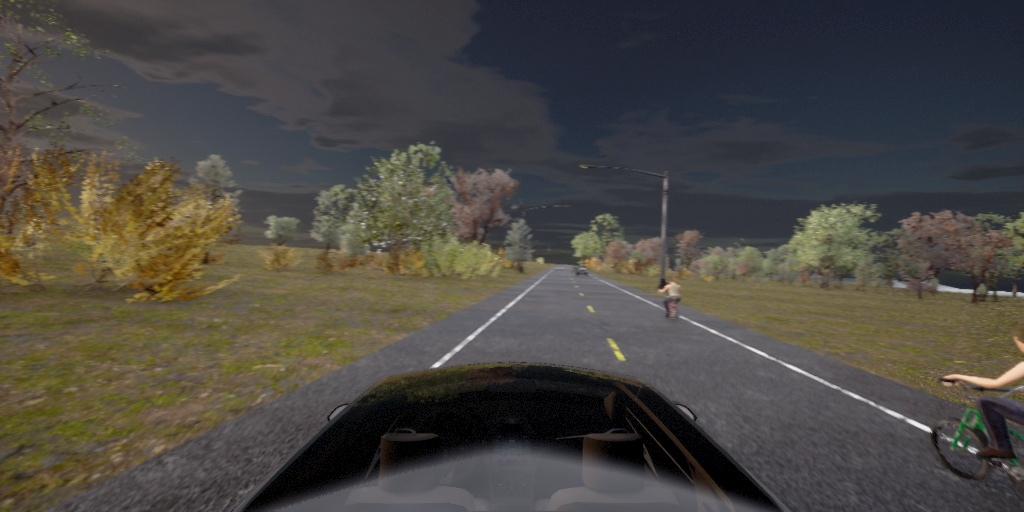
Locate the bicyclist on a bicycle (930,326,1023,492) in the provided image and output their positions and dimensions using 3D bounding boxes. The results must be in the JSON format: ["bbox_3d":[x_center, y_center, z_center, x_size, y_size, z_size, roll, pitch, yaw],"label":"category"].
[{"bbox_3d":[4.441,1.397,3.132,0.866,1.612,1.509,2,-1,8],"label":"bicyclist on a bicycle"}]

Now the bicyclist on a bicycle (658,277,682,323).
[{"bbox_3d":[5.874,1.581,13.225,0.866,1.612,1.509,2,-1,8],"label":"bicyclist on a bicycle"}]

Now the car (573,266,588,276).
[{"bbox_3d":[11.025,2.415,56.656,1.812,1.442,4.674,2,-1,8],"label":"car"}]
